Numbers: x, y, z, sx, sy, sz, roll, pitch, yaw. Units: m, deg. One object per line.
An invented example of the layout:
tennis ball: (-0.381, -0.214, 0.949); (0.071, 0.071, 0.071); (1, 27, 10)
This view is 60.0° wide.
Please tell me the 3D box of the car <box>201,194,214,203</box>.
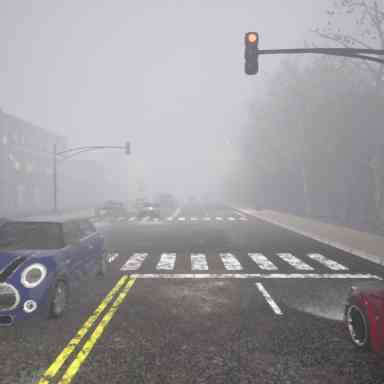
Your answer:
car: (3.248, 1.576, 66.101); (1.895, 1.301, 4.718); (0, 0, 0)

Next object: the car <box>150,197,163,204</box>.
car: (-6.647, 1.578, 63.234); (1.895, 1.301, 4.718); (0, 0, 0)

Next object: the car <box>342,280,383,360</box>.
car: (3.348, 1.563, 3.519); (1.994, 1.385, 4.181); (0, 0, 0)

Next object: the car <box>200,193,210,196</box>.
car: (3.139, 1.195, 76.284); (2.150, 2.045, 5.566); (0, 0, 0)

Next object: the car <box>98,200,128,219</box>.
car: (-6.989, 1.484, 29.252); (2.128, 1.511, 4.902); (0, 0, 4)

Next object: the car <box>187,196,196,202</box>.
car: (-0.114, 1.564, 77.262); (1.895, 1.301, 4.718); (0, 0, 0)

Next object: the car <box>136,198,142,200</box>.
car: (-6.655, 1.511, 44.110); (1.812, 1.442, 4.674); (0, 0, 0)

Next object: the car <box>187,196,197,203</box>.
car: (0.001, 1.452, 66.978); (1.882, 1.535, 5.008); (0, 0, 0)

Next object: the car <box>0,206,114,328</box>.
car: (-3.361, 1.350, 7.275); (2.097, 1.767, 4.553); (0, 0, 0)

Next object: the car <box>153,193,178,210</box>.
car: (-3.418, 1.208, 43.540); (2.150, 2.045, 5.566); (0, 0, 0)

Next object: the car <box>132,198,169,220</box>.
car: (-3.394, 1.540, 28.234); (2.033, 1.411, 5.357); (0, 0, 0)
